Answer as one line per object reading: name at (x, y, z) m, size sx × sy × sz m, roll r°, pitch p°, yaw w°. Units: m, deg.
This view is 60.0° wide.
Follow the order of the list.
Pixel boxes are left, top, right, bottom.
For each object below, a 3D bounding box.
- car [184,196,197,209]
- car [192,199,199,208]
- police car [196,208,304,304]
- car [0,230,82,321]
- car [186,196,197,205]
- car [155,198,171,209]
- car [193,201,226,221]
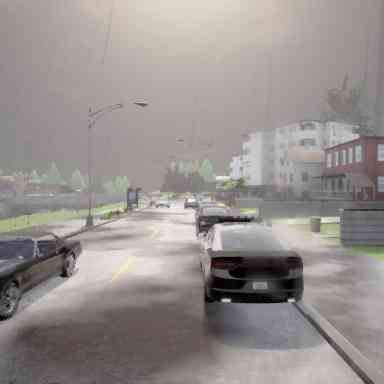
car at (-0.050, 1.564, 45.779) m, size 1.994 × 1.385 × 4.181 m, roll 0°, pitch 0°, yaw 0°
car at (1.159, 1.506, 24.264) m, size 1.837 × 1.490 × 4.892 m, roll 0°, pitch 0°, yaw 0°
police car at (1.186, 1.425, 8.374) m, size 1.930 × 1.638 × 5.238 m, roll 0°, pitch 0°, yaw 0°
car at (-4.114, 1.601, 7.412) m, size 1.895 × 1.301 × 4.718 m, roll 0°, pitch 0°, yaw 0°
car at (-0.097, 1.478, 59.104) m, size 1.882 × 1.535 × 5.008 m, roll 0°, pitch 0°, yaw 0°
car at (-4.078, 1.525, 46.408) m, size 1.812 × 1.442 × 4.674 m, roll 0°, pitch 0°, yaw 0°
car at (1.169, 1.478, 18.264) m, size 1.882 × 1.535 × 5.008 m, roll 0°, pitch 0°, yaw 0°
